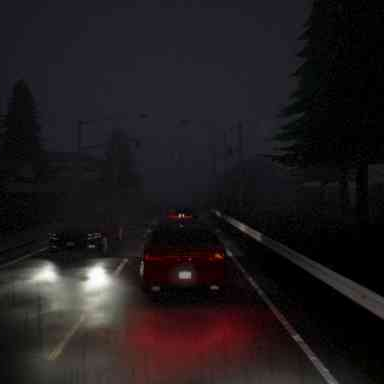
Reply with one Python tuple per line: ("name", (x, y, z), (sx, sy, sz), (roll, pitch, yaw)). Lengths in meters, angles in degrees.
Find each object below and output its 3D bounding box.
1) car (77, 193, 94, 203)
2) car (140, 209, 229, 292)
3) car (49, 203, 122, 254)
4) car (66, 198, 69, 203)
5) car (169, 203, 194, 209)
("car", (-16.510, 1.088, 51.830), (1.905, 1.878, 3.866), (0, 0, -3))
("car", (-0.219, 1.436, 8.884), (1.882, 1.535, 5.008), (0, 0, -2))
("car", (-4.065, 1.419, 13.406), (1.882, 1.535, 5.008), (0, 0, -2))
("car", (-22.379, 1.242, 55.884), (2.242, 1.667, 4.611), (0, 0, -3))
("car", (-0.612, 1.416, 19.289), (1.837, 1.490, 4.892), (0, 0, -2))
